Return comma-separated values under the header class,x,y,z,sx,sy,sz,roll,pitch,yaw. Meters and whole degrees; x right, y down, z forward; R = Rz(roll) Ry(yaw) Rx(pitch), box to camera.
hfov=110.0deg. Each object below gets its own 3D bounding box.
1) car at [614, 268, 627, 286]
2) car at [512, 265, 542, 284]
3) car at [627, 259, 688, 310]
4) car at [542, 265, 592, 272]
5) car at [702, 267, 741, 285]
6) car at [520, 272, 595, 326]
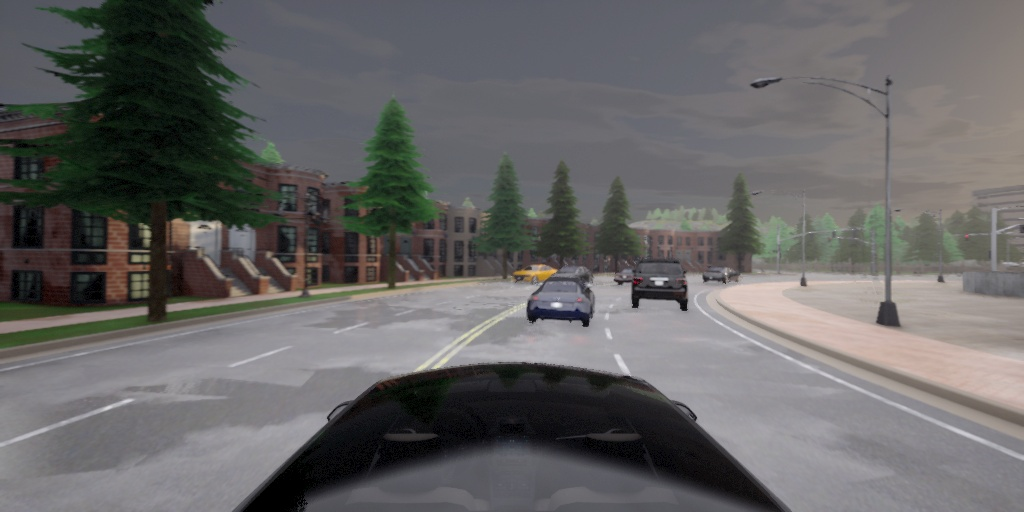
class,x,y,z,sx,sy,sz,roll,pitch,yaw
car,9.927,1.629,28.491,2.033,1.411,5.357,0,-1,39
car,1.963,1.466,29.563,1.882,1.535,5.008,0,-1,36
car,6.690,1.169,16.338,2.150,2.045,5.566,0,-1,22
car,4.588,1.495,27.236,2.128,1.511,4.902,0,-1,35
car,19.006,1.720,32.401,4.902,1.511,2.128,1,-1,-39
car,1.805,1.419,12.401,1.994,1.385,4.181,1,0,15
